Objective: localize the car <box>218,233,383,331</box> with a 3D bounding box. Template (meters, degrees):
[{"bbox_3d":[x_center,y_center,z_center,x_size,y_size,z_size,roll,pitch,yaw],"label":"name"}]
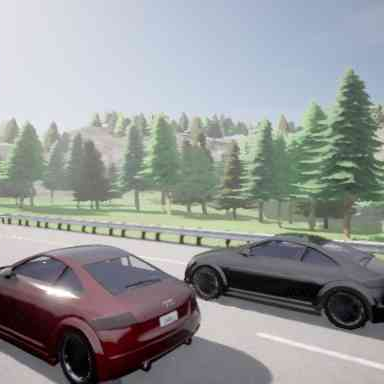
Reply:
[{"bbox_3d":[1.882,1.564,6.949,4.181,1.385,1.994,0,0,35],"label":"car"}]

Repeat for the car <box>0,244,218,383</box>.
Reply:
[{"bbox_3d":[-1.925,1.564,5.364,4.181,1.385,1.994,0,0,36],"label":"car"}]
